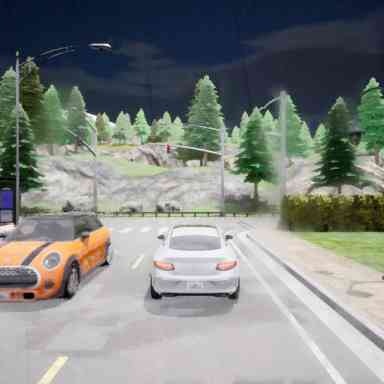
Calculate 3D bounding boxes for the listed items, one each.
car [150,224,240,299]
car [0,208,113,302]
[{"bbox_3d":[0.077,1.526,8.310,1.812,1.442,4.674,0,0,1],"label":"car"},{"bbox_3d":[-3.530,1.352,8.449,2.097,1.767,4.553,0,0,1],"label":"car"}]
